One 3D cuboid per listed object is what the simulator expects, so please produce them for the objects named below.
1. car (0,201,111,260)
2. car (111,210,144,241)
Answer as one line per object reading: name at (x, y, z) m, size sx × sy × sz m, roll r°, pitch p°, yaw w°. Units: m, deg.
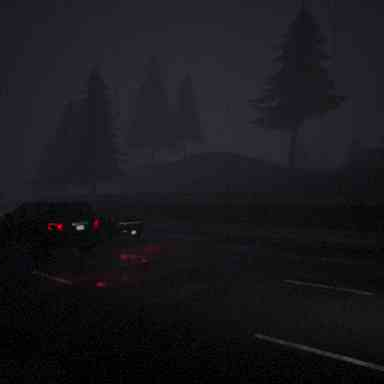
car at (-5.929, 1.370, 13.424) m, size 5.566 × 2.045 × 2.150 m, roll -1°, pitch -1°, yaw 41°
car at (-4.489, 1.658, 16.865) m, size 4.902 × 1.511 × 2.128 m, roll -1°, pitch -1°, yaw 42°
